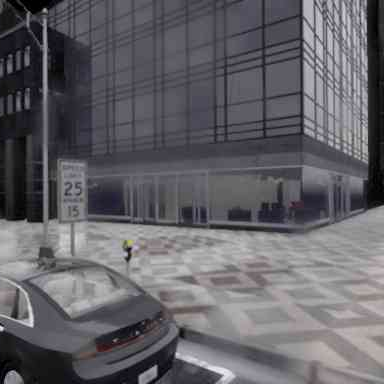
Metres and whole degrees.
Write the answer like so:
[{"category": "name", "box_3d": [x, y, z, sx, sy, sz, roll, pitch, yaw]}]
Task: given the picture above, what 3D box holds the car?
[{"category": "car", "box_3d": [-2.212, 1.591, 4.538, 4.403, 1.369, 2.008, -1, 0, 35]}]
